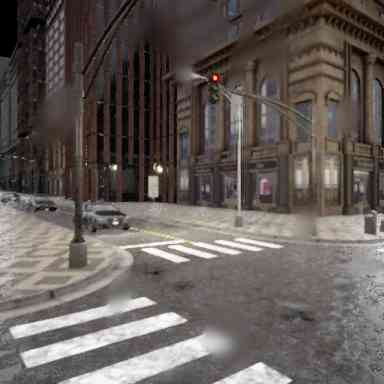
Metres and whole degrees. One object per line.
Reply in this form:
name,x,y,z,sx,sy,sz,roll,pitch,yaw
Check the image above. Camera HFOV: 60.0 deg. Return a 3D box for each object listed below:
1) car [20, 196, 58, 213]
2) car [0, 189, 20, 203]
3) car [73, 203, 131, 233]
car,-13.761,1.059,30.179,2.033,1.411,5.357,0,1,-36
car,-24.982,0.732,45.905,2.128,1.511,4.902,0,1,-36
car,-4.895,1.308,17.885,1.994,1.385,4.181,0,1,-36
